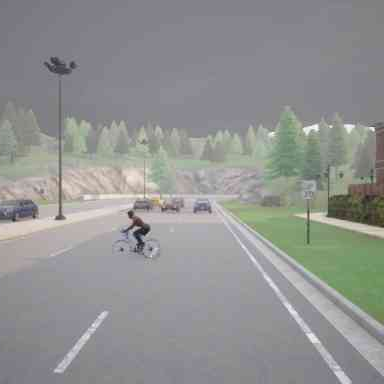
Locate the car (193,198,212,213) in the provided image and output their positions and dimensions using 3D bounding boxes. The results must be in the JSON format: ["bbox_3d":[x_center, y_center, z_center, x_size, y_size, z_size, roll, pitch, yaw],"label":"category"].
[{"bbox_3d":[1.180,1.525,36.979,1.812,1.442,4.674,0,0,2],"label":"car"}]

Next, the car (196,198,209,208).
[{"bbox_3d":[1.565,1.601,49.628,1.895,1.301,4.718,0,0,2],"label":"car"}]

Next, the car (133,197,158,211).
[{"bbox_3d":[-5.759,1.491,39.948,2.128,1.511,4.902,0,0,2],"label":"car"}]

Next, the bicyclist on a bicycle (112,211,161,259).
[{"bbox_3d":[-1.868,1.453,11.090,1.656,1.620,0.582,-1,0,2],"label":"bicyclist on a bicycle"}]

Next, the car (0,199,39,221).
[{"bbox_3d":[-14.325,1.352,26.791,2.097,1.767,4.553,0,0,2],"label":"car"}]

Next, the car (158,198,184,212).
[{"bbox_3d":[-2.327,1.601,37.922,1.895,1.301,4.718,0,0,2],"label":"car"}]

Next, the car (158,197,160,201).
[{"bbox_3d":[-5.480,1.477,50.236,1.882,1.535,5.008,0,0,2],"label":"car"}]
